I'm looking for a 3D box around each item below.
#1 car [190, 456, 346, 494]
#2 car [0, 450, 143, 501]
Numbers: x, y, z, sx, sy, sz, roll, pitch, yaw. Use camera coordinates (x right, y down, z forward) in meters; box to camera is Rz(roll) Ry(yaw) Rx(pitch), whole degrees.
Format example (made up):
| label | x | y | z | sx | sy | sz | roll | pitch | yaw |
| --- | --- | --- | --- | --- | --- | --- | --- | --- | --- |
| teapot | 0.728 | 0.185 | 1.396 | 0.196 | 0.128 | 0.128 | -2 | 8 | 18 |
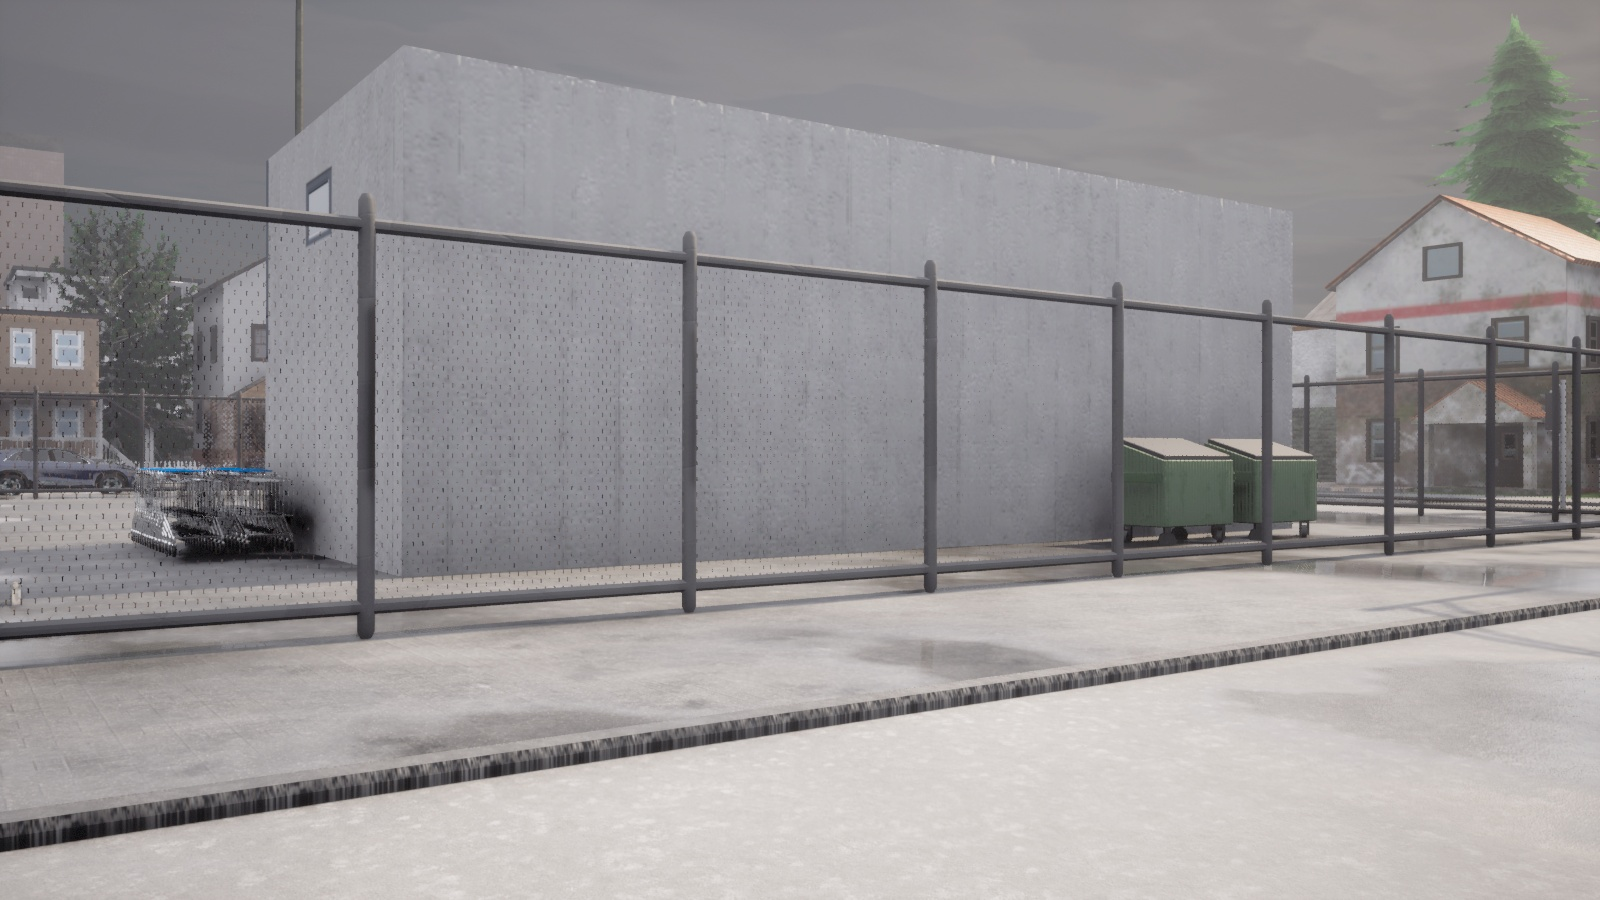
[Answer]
| label | x | y | z | sx | sy | sz | roll | pitch | yaw |
| --- | --- | --- | --- | --- | --- | --- | --- | --- | --- |
| car | -21.024 | 0.959 | 49.729 | 5.357 | 1.411 | 2.033 | 0 | 0 | -35 |
| car | -24.908 | 0.831 | 42.177 | 4.856 | 1.649 | 2.033 | 0 | 0 | -34 |
